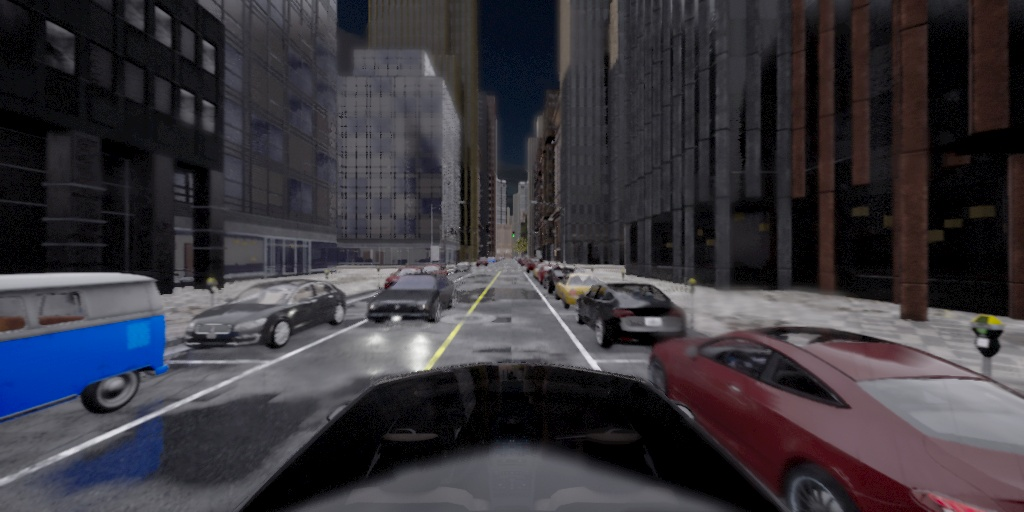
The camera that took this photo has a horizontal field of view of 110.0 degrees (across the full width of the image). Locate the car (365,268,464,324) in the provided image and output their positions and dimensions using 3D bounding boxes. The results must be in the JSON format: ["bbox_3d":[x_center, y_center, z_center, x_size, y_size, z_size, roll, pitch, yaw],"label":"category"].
[{"bbox_3d":[-3.103,1.297,12.280,2.033,1.411,5.357,0,0,0],"label":"car"}]

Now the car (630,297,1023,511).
[{"bbox_3d":[2.762,1.332,3.442,1.802,1.307,4.207,0,0,0],"label":"car"}]

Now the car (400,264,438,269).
[{"bbox_3d":[-5.768,1.297,20.332,1.888,1.381,4.507,0,0,0],"label":"car"}]

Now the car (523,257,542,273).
[{"bbox_3d":[2.752,1.078,42.897,2.192,1.841,5.009,0,0,0],"label":"car"}]

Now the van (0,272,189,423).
[{"bbox_3d":[-5.763,1.090,3.423,1.690,1.789,3.998,0,0,0],"label":"van"}]

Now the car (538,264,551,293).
[{"bbox_3d":[2.757,1.318,20.351,1.948,1.339,4.313,0,0,0],"label":"car"}]

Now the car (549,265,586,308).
[{"bbox_3d":[2.759,1.276,14.885,1.751,1.417,4.829,0,0,0],"label":"car"}]

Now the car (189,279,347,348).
[{"bbox_3d":[-5.765,1.300,9.060,2.007,1.370,4.403,0,0,0],"label":"car"}]

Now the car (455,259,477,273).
[{"bbox_3d":[-5.773,1.314,42.876,2.007,1.370,4.403,0,0,0],"label":"car"}]

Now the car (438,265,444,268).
[{"bbox_3d":[-5.769,1.299,25.968,1.888,1.381,4.507,0,0,0],"label":"car"}]

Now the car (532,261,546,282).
[{"bbox_3d":[2.756,1.299,25.988,1.888,1.381,4.507,0,0,0],"label":"car"}]

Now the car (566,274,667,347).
[{"bbox_3d":[2.760,1.316,9.079,1.948,1.339,4.313,0,0,0],"label":"car"}]

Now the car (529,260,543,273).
[{"bbox_3d":[2.755,1.283,31.794,1.751,1.417,4.829,0,0,0],"label":"car"}]
